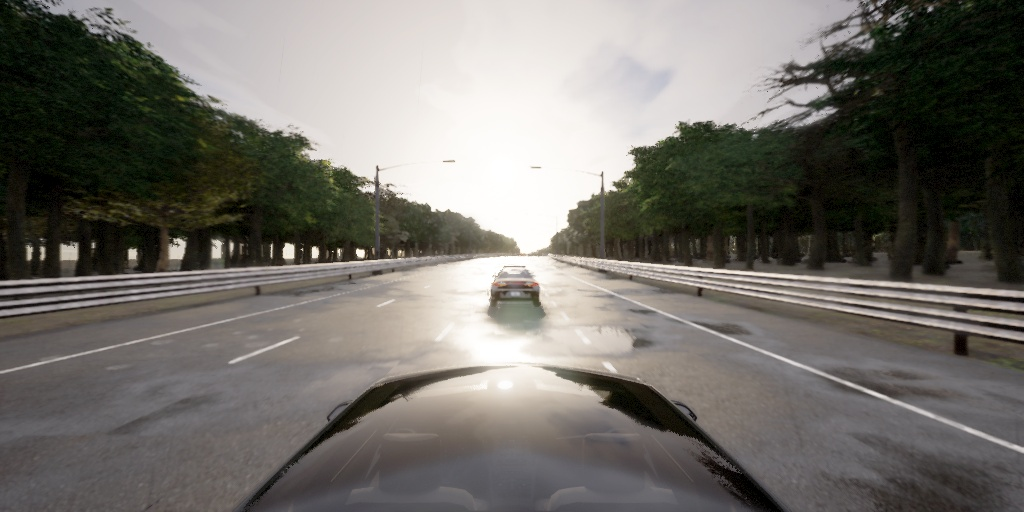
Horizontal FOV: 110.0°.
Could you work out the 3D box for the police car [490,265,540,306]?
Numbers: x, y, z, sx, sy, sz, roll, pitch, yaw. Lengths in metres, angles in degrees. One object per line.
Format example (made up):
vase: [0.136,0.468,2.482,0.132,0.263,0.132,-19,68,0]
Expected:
police car: [0.104,1.192,15.664,2.038,1.542,4.974,0,1,-1]
